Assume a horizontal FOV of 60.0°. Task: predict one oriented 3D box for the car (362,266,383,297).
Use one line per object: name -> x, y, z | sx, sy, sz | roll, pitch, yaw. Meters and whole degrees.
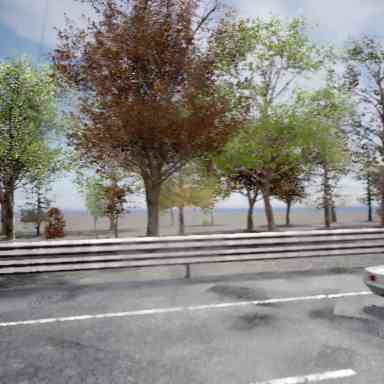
car -> 6.298, 1.839, 7.098 | 4.718, 1.301, 1.895 | -1, -3, -12
